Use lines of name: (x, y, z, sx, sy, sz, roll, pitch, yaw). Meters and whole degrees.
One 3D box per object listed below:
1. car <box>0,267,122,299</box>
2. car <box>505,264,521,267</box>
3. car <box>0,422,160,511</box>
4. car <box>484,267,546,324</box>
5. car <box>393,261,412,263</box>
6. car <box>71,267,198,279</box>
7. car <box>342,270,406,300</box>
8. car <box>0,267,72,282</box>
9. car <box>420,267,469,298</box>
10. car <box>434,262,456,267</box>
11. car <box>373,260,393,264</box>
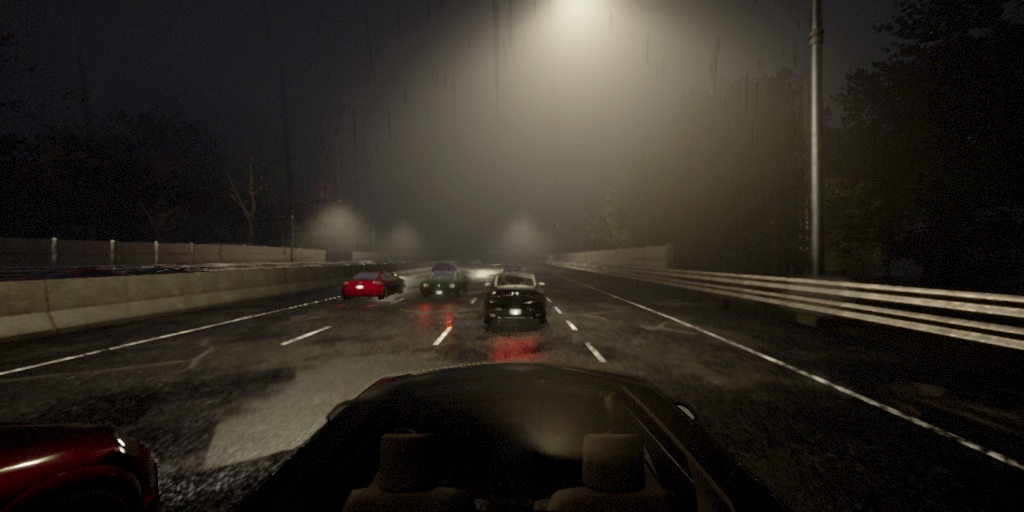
car: (-24.599, 1.356, 19.436, 1.812, 1.442, 4.674, 0, 0, 0)
car: (0.098, 1.433, 30.871, 2.033, 1.411, 5.357, 0, 0, 0)
car: (-3.399, 1.310, 0.679, 1.994, 1.385, 4.181, 0, 0, 0)
car: (0.099, 1.300, 12.257, 1.837, 1.490, 4.892, 0, 0, 0)
car: (-17.544, 1.527, 59.569, 2.128, 1.511, 4.902, 0, 0, 1)
car: (-17.600, 1.326, 17.600, 1.837, 1.490, 4.892, 0, 0, 0)
car: (-6.901, 1.388, 18.286, 1.994, 1.385, 4.181, 0, 0, 0)
car: (-21.100, 1.346, 17.321, 1.812, 1.442, 4.674, 0, 0, 0)
car: (-3.402, 1.428, 19.012, 1.895, 1.301, 4.718, 0, 0, 0)
car: (-6.901, 1.394, 36.886, 1.882, 1.535, 5.008, 0, 0, 0)
car: (-21.037, 1.387, 59.429, 2.097, 1.767, 4.553, 0, 0, 1)
